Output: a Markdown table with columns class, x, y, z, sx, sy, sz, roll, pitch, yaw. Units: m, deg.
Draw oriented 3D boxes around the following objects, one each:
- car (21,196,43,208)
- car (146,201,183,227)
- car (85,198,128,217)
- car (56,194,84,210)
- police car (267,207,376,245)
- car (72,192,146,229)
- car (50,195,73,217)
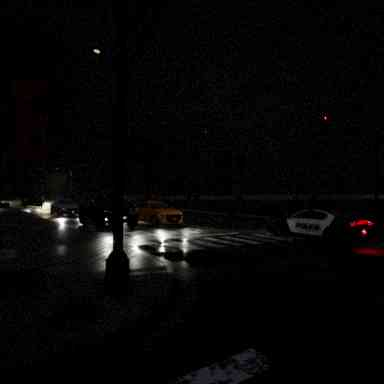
| class | x | y | z | sx | sy | sz | roll | pitch | yaw |
| --- | --- | --- | --- | --- | --- | --- | --- | --- | --- |
| car | -20.113 | 1.230 | 41.780 | 1.994 | 1.385 | 4.181 | 1 | -1 | -34 |
| car | -2.451 | 1.340 | 21.889 | 1.882 | 1.535 | 5.008 | 1 | 0 | -35 |
| car | -7.691 | 1.305 | 29.470 | 2.128 | 1.511 | 4.902 | 1 | 0 | -35 |
| car | -14.466 | 1.103 | 39.301 | 2.097 | 1.767 | 4.553 | 1 | 0 | -34 |
| police car | 5.808 | 1.500 | 15.828 | 2.038 | 1.542 | 4.974 | 1 | -1 | -35 |
| car | -5.207 | 1.018 | 20.168 | 2.150 | 2.045 | 5.566 | 1 | -1 | -35 |
| car | -10.636 | 1.271 | 27.994 | 1.812 | 1.442 | 4.674 | 1 | 0 | -35 |
